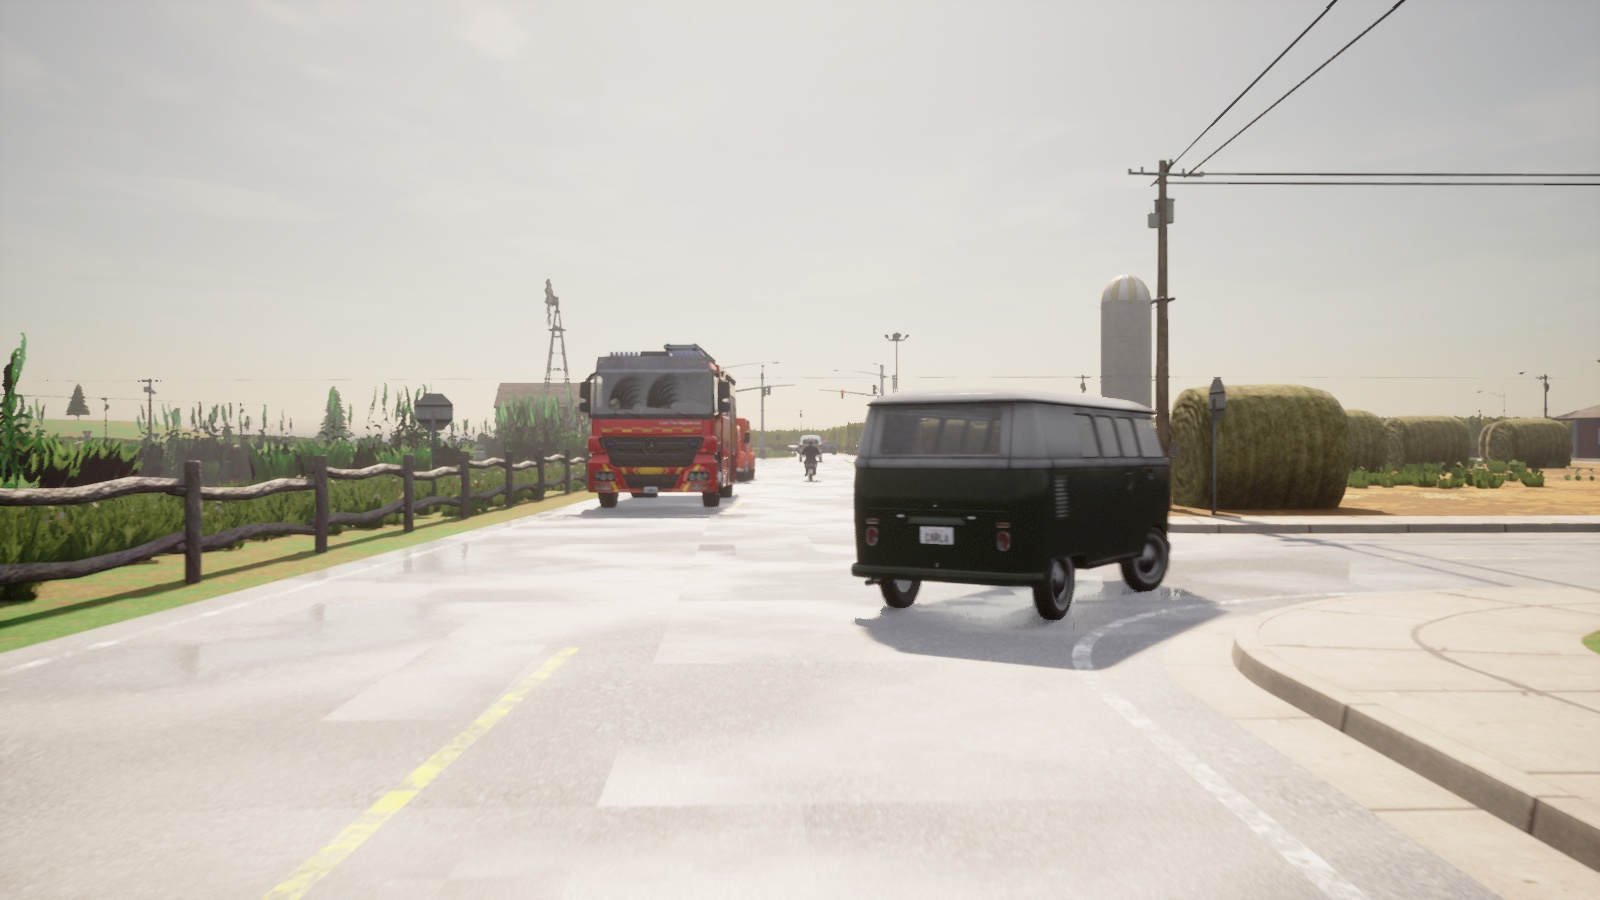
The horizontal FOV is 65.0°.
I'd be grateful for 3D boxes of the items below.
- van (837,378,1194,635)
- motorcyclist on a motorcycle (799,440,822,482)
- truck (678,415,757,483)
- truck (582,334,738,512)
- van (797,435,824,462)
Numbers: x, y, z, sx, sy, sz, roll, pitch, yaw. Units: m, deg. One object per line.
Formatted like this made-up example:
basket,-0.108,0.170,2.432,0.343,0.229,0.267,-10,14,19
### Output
van,2.263,0.444,12.037,1.775,1.987,4.442,0,0,33
motorcyclist on a motorcycle,0.414,0.401,48.668,0.866,1.590,1.817,0,0,0
truck,-3.089,-0.039,48.251,2.627,2.467,5.204,0,0,0
truck,-3.227,-0.613,31.337,2.891,3.827,8.468,0,0,0
van,0.803,-0.119,95.958,2.069,2.038,4.480,0,0,0
